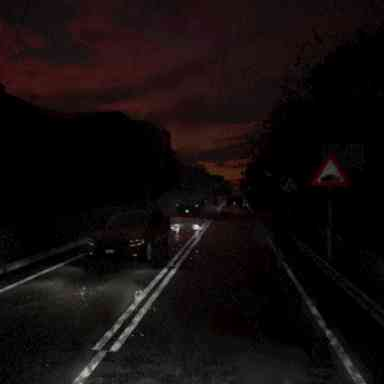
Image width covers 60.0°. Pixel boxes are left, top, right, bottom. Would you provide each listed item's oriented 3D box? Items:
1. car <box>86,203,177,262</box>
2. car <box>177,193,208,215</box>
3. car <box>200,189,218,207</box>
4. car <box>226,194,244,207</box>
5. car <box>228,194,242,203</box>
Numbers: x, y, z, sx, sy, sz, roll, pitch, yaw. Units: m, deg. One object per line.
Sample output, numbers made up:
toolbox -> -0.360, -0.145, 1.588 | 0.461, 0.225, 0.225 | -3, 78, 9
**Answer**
car -> -2.001, 1.332, 11.790 | 1.882, 1.535, 5.008 | 0, 1, 7
car -> -0.069, 1.035, 26.254 | 1.895, 1.301, 4.718 | 0, 1, 8
car -> 1.984, 0.670, 41.169 | 2.150, 2.045, 5.566 | 0, 1, 8
car -> 5.095, 0.994, 39.706 | 1.837, 1.490, 4.892 | 0, 1, 8
car -> 6.513, 0.953, 50.186 | 1.895, 1.301, 4.718 | 0, 1, 8
